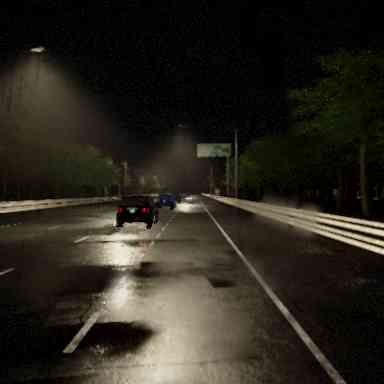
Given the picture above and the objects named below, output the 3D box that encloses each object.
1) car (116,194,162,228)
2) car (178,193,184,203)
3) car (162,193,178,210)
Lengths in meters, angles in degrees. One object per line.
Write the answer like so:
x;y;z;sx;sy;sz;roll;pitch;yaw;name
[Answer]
-3.479;1.226;22.075;2.150;2.045;5.566;0;0;0;car
-3.290;1.201;66.831;2.150;2.045;5.566;0;0;0;car
-3.407;1.220;43.671;2.150;2.045;5.566;0;0;0;car
